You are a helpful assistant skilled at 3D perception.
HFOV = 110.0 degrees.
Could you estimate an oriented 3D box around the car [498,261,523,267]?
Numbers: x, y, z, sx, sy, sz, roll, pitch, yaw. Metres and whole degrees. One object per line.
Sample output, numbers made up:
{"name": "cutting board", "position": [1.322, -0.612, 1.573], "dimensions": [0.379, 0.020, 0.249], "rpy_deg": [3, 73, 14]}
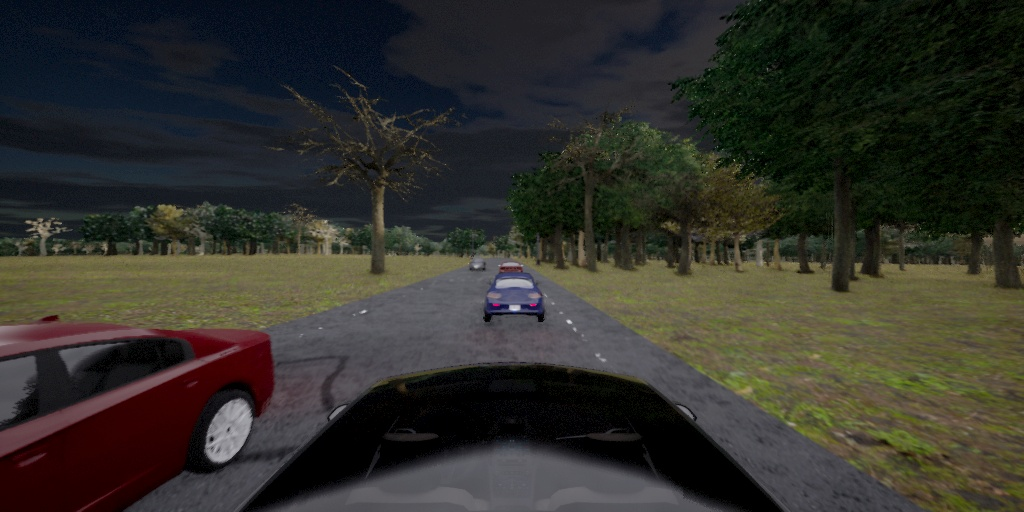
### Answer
{"name": "car", "position": [-0.100, 1.131, 29.360], "dimensions": [1.882, 1.535, 5.008], "rpy_deg": [0, 0, -1]}

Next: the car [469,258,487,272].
{"name": "car", "position": [-4.012, 1.032, 42.621], "dimensions": [2.128, 1.511, 4.902], "rpy_deg": [0, 1, -1]}

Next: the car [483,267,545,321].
{"name": "car", "position": [0.062, 1.262, 12.253], "dimensions": [1.812, 1.442, 4.674], "rpy_deg": [0, 0, 0]}

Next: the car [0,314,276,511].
{"name": "car", "position": [-3.606, 1.228, 1.964], "dimensions": [1.882, 1.535, 5.008], "rpy_deg": [0, 0, 0]}
